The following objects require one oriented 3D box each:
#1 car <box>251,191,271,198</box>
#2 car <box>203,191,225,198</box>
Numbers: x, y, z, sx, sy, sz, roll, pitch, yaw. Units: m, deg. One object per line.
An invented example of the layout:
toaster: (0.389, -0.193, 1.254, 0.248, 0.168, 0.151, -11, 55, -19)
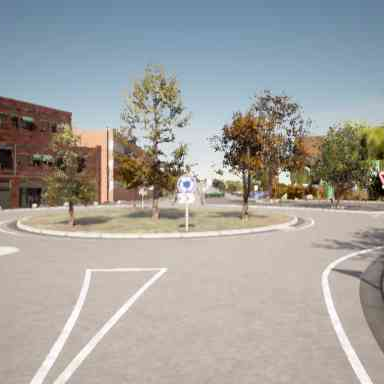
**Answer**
car: (19.024, 0.911, 89.871, 4.553, 1.767, 2.185, 0, 1, 0)
car: (6.509, 0.789, 92.717, 5.566, 2.045, 2.435, 0, 0, 0)
